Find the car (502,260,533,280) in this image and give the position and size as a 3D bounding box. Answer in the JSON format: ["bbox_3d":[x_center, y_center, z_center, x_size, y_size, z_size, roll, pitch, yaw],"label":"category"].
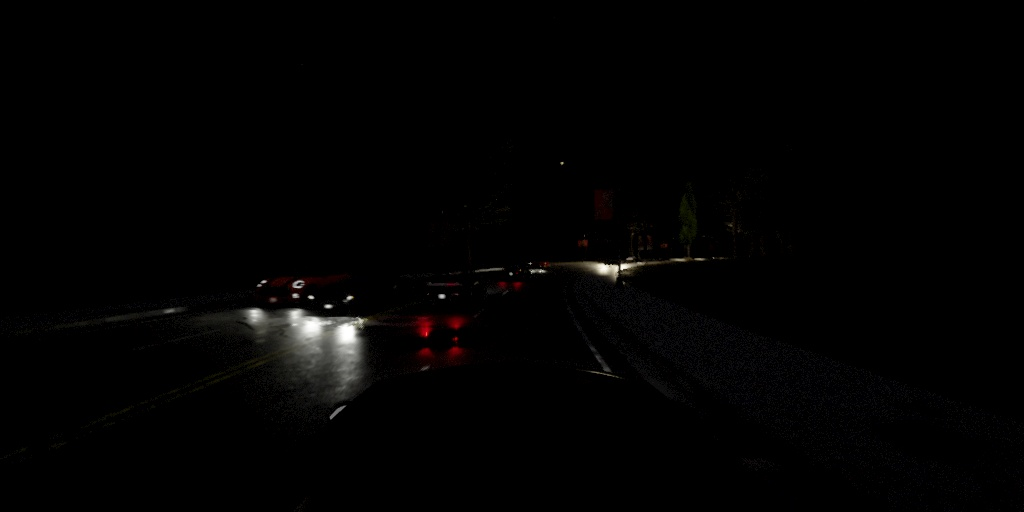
[{"bbox_3d":[0.404,1.325,32.143,1.812,1.442,4.674,0,0,12],"label":"car"}]

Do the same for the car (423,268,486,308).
[{"bbox_3d":[-2.326,1.266,15.541,2.128,1.511,4.902,0,0,6],"label":"car"}]

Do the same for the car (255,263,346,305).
[{"bbox_3d":[-8.987,1.118,16.063,2.097,1.767,4.553,0,0,6],"label":"car"}]

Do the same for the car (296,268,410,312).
[{"bbox_3d":[-5.930,1.315,14.676,2.033,1.411,5.357,0,0,5],"label":"car"}]

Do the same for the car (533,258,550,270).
[{"bbox_3d":[4.298,1.153,55.672,2.097,1.767,4.553,0,0,23],"label":"car"}]

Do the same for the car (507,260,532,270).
[{"bbox_3d":[1.256,1.370,56.806,2.033,1.411,5.357,0,0,23],"label":"car"}]
